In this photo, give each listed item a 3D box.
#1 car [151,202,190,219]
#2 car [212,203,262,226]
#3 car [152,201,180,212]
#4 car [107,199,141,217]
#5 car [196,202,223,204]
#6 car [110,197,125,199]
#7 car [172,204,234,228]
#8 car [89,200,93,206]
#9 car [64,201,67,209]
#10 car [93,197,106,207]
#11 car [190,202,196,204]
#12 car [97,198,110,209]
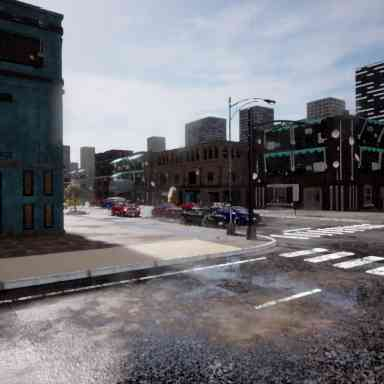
[{"bbox_3d":[-2.432,1.891,33.696,1.994,1.385,4.181,-1,0,-36],"label":"car"},{"bbox_3d":[3.333,1.777,25.584,1.994,1.385,4.181,-1,0,-36],"label":"car"},{"bbox_3d":[-3.607,1.966,45.330,1.802,1.307,4.206,-2,0,-35],"label":"car"},{"bbox_3d":[-7.233,1.846,35.962,1.967,1.590,4.097,-1,0,-35],"label":"car"},{"bbox_3d":[2.805,1.809,36.307,2.008,1.369,4.403,-2,0,-35],"label":"car"},{"bbox_3d":[-8.263,1.793,41.913,2.097,1.767,4.553,-1,0,-35],"label":"car"},{"bbox_3d":[0.711,1.814,24.581,1.947,1.339,4.313,-2,0,-35],"label":"car"},{"bbox_3d":[-19.643,2.227,67.887,1.887,1.381,4.507,-1,0,-35],"label":"car"},{"bbox_3d":[-23.167,2.233,58.380,1.752,1.417,4.829,-1,0,-35],"label":"car"},{"bbox_3d":[-16.442,1.940,63.375,2.192,1.841,5.009,-1,0,-35],"label":"car"},{"bbox_3d":[-0.401,1.903,40.819,1.802,1.307,4.206,-2,0,-35],"label":"car"},{"bbox_3d":[-13.569,2.084,54.909,1.812,1.442,4.674,-1,0,-35],"label":"car"}]
